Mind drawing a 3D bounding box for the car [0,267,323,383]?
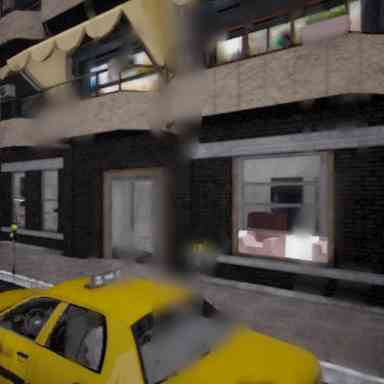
[{"bbox_3d":[-1.112,1.524,3.670,4.829,1.417,1.752,0,0,36],"label":"car"}]
